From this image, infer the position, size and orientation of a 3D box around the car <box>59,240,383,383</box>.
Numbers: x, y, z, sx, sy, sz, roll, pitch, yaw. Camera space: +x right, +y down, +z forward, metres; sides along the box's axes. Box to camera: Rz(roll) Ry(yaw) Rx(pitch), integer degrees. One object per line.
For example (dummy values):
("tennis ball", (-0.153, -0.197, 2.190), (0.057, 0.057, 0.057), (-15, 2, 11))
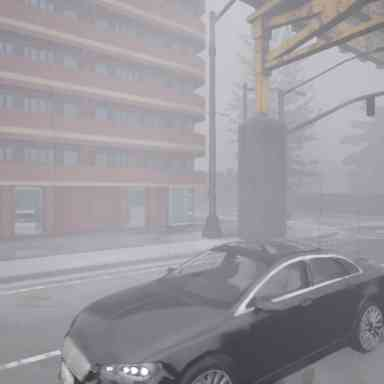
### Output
("car", (0.834, 1.491, 4.544), (4.902, 1.511, 2.128), (0, 0, -35))

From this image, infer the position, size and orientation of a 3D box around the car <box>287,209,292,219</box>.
("car", (6.284, 1.523, 28.488), (1.812, 1.442, 4.674), (0, 0, -36))

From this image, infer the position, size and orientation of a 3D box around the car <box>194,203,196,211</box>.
("car", (-1.455, 1.474, 39.370), (1.882, 1.535, 5.008), (0, 0, -35))
